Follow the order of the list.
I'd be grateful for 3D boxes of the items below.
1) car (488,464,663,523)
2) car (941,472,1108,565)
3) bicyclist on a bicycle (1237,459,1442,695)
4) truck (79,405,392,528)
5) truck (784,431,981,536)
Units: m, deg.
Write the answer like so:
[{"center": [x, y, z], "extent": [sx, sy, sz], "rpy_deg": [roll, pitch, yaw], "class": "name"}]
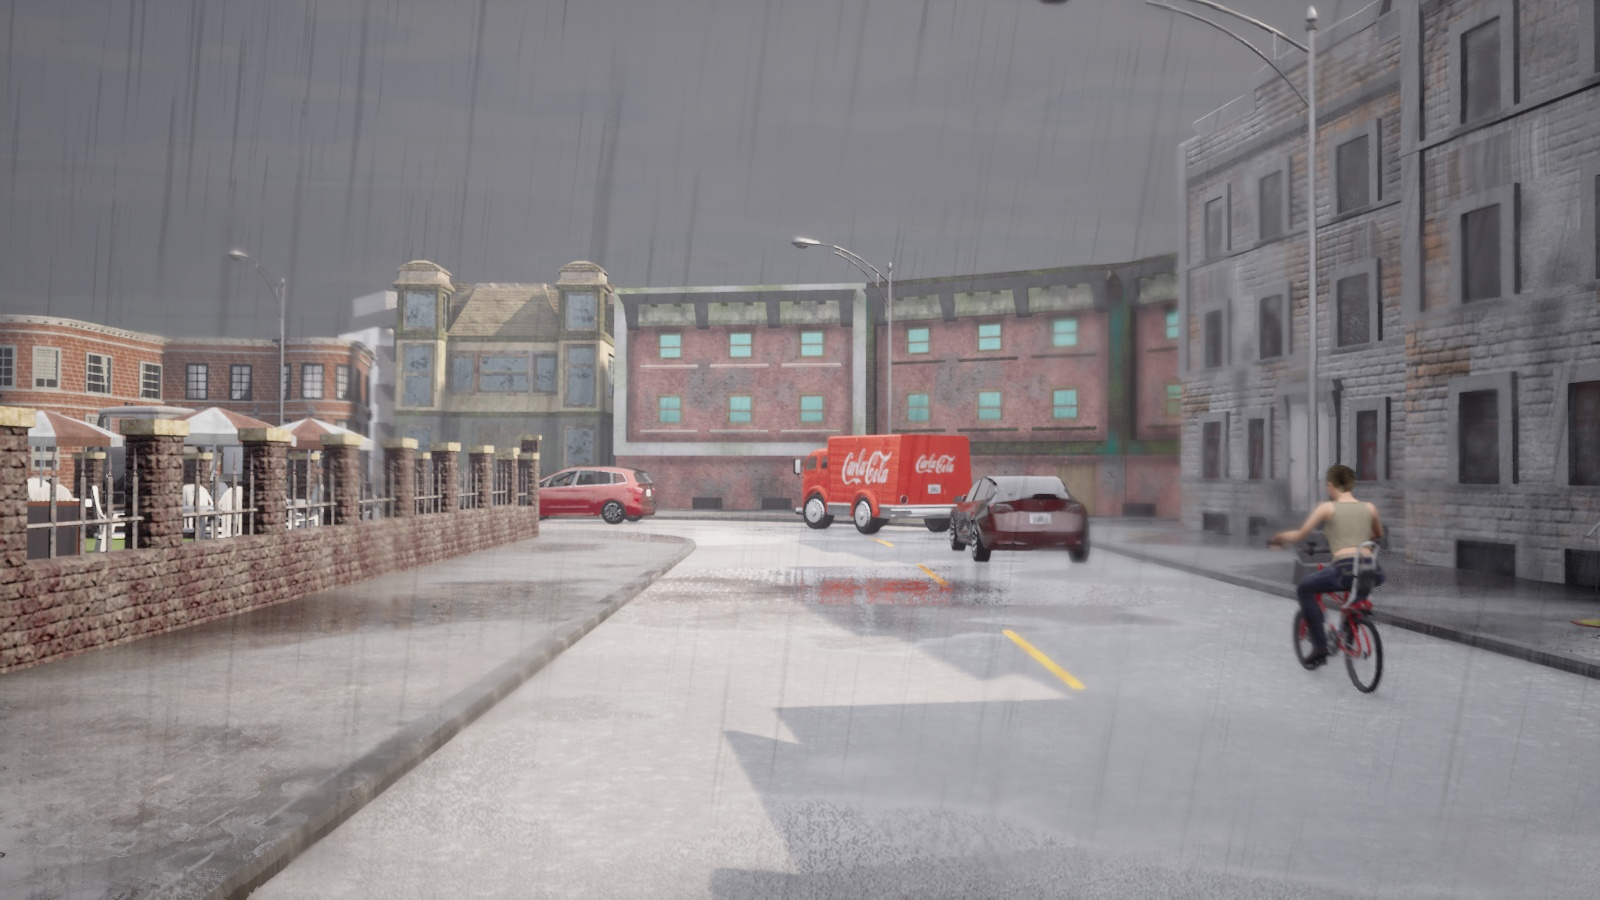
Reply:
[{"center": [-6.568, 1.273, 37.001], "extent": [4.611, 1.667, 2.242], "rpy_deg": [0, -1, 9], "class": "car"}, {"center": [3.944, 1.162, 22.915], "extent": [2.163, 1.488, 4.792], "rpy_deg": [0, -1, 0], "class": "car"}, {"center": [3.971, 0.883, 9.384], "extent": [0.866, 1.612, 1.509], "rpy_deg": [0, -1, 0], "class": "bicyclist on a bicycle"}, {"center": [-16.514, 0.488, 37.162], "extent": [7.936, 3.462, 2.891], "rpy_deg": [0, -1, -1], "class": "truck"}, {"center": [2.007, 0.837, 32.501], "extent": [2.627, 2.467, 5.204], "rpy_deg": [0, -1, -30], "class": "truck"}]
